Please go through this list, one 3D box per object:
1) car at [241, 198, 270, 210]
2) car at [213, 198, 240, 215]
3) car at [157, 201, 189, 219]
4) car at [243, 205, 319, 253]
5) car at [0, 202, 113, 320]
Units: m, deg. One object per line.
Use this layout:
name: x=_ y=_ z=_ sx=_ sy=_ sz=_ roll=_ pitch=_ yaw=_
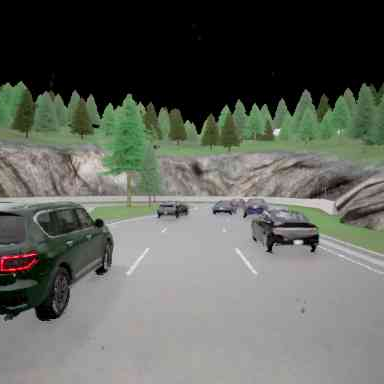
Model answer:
car: x=6.038 y=1.350 z=30.741 sx=2.097 sy=1.767 sz=4.553 roll=0 pitch=0 yaw=15
car: x=3.425 y=1.564 z=34.356 sx=1.994 sy=1.385 sz=4.181 roll=0 pitch=0 yaw=15
car: x=-1.572 y=1.492 z=29.318 sx=2.128 sy=1.511 sz=4.902 roll=0 pitch=0 yaw=13
car: x=3.649 y=1.491 z=13.737 sx=2.128 sy=1.511 sz=4.902 roll=0 pitch=0 yaw=1
car: x=-3.396 y=1.221 z=7.465 sx=2.150 sy=2.045 sz=5.566 roll=0 pitch=0 yaw=0
